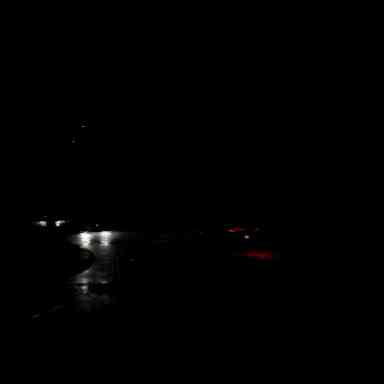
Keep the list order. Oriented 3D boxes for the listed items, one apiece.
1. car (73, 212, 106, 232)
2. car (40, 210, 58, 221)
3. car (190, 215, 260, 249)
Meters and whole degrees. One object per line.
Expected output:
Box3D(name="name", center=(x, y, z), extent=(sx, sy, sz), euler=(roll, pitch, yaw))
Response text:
Box3D(name="car", center=(-8.661, 2.451, 27.959), extent=(1.837, 1.490, 4.892), euler=(0, -2, -31))
Box3D(name="car", center=(-20.348, 3.309, 47.254), extent=(1.882, 1.535, 5.008), euler=(0, -3, -31))
Box3D(name="car", center=(1.496, 1.943, 17.167), extent=(1.882, 1.535, 5.008), euler=(0, -2, -22))
